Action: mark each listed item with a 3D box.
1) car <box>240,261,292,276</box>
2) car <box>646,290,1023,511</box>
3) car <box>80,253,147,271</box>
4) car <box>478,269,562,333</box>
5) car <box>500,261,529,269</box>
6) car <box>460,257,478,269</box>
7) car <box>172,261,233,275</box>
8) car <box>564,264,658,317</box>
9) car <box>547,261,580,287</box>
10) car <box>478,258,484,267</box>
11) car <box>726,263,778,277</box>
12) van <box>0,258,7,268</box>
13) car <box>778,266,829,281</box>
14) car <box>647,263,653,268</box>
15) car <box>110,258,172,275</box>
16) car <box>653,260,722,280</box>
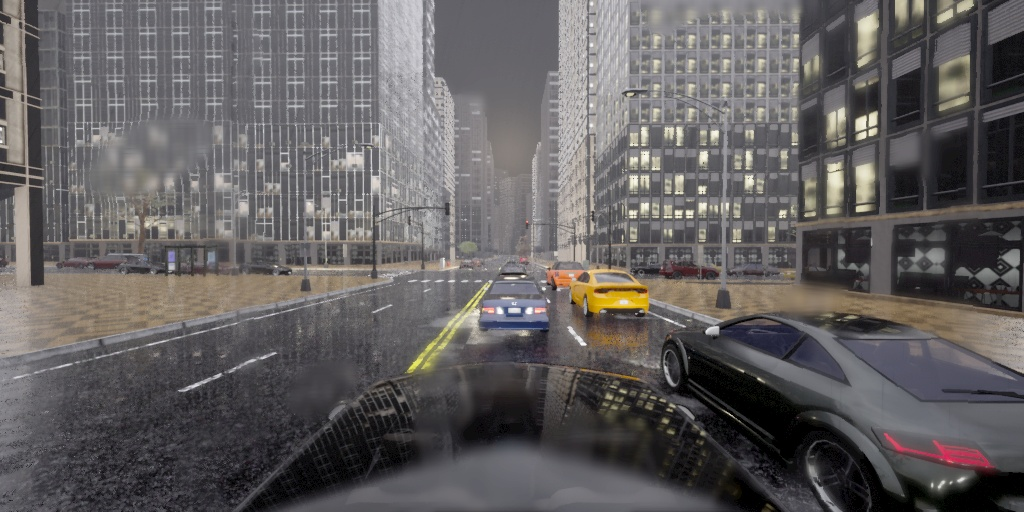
[{"bbox_3d":[-22.799,1.173,33.296,4.313,1.339,1.948,0,0,1],"label":"car"},{"bbox_3d":[3.339,1.313,4.057,1.994,1.385,4.181,0,0,0],"label":"car"},{"bbox_3d":[-43.901,0.674,39.582,4.553,1.767,2.097,1,1,1],"label":"car"},{"bbox_3d":[0.081,1.294,10.735,2.033,1.411,5.357,0,0,1],"label":"car"},{"bbox_3d":[0.060,1.232,20.488,2.128,1.511,4.902,0,0,0],"label":"car"},{"bbox_3d":[-6.705,1.277,54.258,1.994,1.385,4.181,0,0,0],"label":"car"},{"bbox_3d":[-28.484,1.137,33.417,4.207,1.307,1.802,0,0,1],"label":"car"},{"bbox_3d":[3.325,1.223,13.142,1.882,1.535,5.008,0,0,0],"label":"car"},{"bbox_3d":[3.306,1.092,22.147,2.097,1.767,4.553,0,0,0],"label":"car"},{"bbox_3d":[-6.695,1.054,64.259,2.097,1.767,4.553,0,0,0],"label":"car"},{"bbox_3d":[25.603,1.490,38.486,5.357,1.411,2.033,1,1,1],"label":"car"},{"bbox_3d":[-51.210,0.686,33.940,3.998,1.789,1.690,0,0,1],"label":"van"},{"bbox_3d":[27.575,1.578,32.680,4.829,1.417,1.751,0,0,1],"label":"car"},{"bbox_3d":[15.189,1.452,38.646,4.718,1.301,1.895,1,1,1],"label":"car"},{"bbox_3d":[-34.165,1.068,33.578,4.313,1.339,1.948,0,0,1],"label":"car"},{"bbox_3d":[16.127,1.268,32.852,5.009,1.841,2.192,0,0,1],"label":"car"}]
